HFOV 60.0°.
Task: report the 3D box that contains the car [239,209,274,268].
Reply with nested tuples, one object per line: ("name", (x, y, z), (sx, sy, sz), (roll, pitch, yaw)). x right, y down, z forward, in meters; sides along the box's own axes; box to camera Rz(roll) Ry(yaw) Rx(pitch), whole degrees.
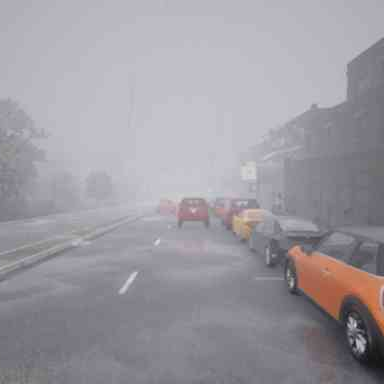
("car", (3.228, 1.576, 11.639), (2.231, 1.521, 4.892), (0, 0, 0))

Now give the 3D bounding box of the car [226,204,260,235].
("car", (3.229, 1.619, 17.165), (2.097, 1.535, 5.008), (0, 0, 0))

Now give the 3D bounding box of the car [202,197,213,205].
("car", (3.242, 1.937, 72.265), (2.185, 1.767, 4.553), (0, 0, 0))

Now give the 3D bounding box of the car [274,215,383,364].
("car", (3.226, 1.405, 6.090), (2.185, 1.767, 4.553), (0, 0, 0))

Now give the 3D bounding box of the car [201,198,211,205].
("car", (3.241, 2.106, 78.007), (1.946, 1.575, 5.366), (0, 0, 0))

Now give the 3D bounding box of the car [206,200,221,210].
("car", (3.236, 1.925, 50.192), (2.002, 1.452, 4.674), (0, 0, 0))

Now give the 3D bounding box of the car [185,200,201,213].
("car", (0.109, 1.819, 42.203), (1.882, 1.535, 5.008), (0, -1, 0))

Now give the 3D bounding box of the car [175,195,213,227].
("car", (0.105, 1.415, 24.527), (2.150, 2.045, 5.566), (0, -1, 0))

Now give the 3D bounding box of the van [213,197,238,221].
("van", (3.232, 1.528, 33.863), (1.878, 1.987, 4.442), (0, 0, 0))

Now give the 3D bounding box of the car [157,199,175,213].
("car", (-3.141, 1.690, 41.783), (2.097, 1.767, 4.553), (0, 0, 0))

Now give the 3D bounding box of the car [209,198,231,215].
("car", (3.234, 1.671, 39.240), (2.185, 1.767, 4.553), (0, 0, 0))

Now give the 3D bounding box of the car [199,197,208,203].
("car", (3.231, 2.242, 94.390), (2.231, 1.521, 4.892), (0, 0, 0))

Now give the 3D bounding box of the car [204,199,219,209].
("car", (3.237, 1.931, 55.713), (2.231, 1.521, 4.892), (0, 0, 0))

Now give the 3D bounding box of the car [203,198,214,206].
("car", (3.238, 2.017, 66.954), (1.946, 1.575, 5.366), (0, 0, 0))
